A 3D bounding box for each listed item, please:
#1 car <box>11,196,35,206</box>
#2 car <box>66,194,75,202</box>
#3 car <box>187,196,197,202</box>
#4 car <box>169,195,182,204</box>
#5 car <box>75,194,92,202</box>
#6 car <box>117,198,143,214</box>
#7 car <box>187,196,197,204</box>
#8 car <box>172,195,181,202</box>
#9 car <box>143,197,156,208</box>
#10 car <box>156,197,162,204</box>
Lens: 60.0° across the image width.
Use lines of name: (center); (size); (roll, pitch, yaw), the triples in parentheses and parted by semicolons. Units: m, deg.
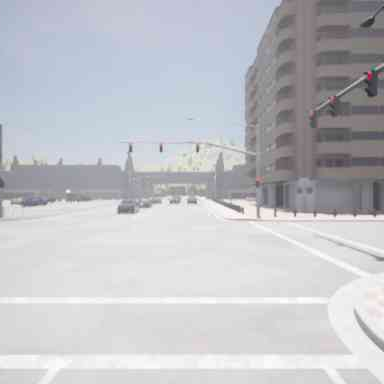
car: (-30.191, 1.529, 58.793); (1.970, 1.475, 3.806); (0, 0, 0)
car: (-27.418, 1.329, 76.250); (1.905, 1.878, 3.866); (0, 0, 0)
car: (0.024, 1.566, 74.799); (2.033, 1.411, 5.357); (0, 0, 0)
car: (-3.479, 1.749, 65.853); (1.895, 1.301, 4.718); (0, 0, 0)
car: (-24.524, 1.326, 76.184); (1.932, 1.855, 4.605); (0, 0, 0)
car: (-7.078, 1.588, 37.135); (1.837, 1.490, 4.892); (0, 0, 0)
car: (0.021, 1.712, 65.821); (1.994, 1.385, 4.181); (0, 0, 0)
car: (-3.476, 1.526, 74.800); (1.837, 1.490, 4.892); (0, 0, 0)
car: (-7.064, 1.601, 49.005); (2.128, 1.511, 4.902); (0, 0, 0)
car: (-7.004, 1.708, 64.612); (1.994, 1.385, 4.181); (0, 0, 1)
